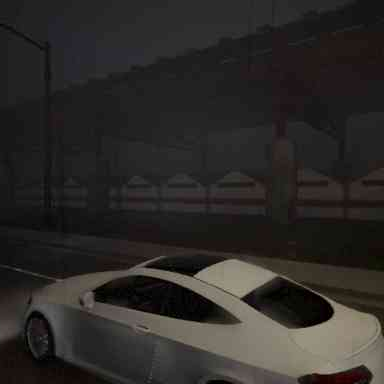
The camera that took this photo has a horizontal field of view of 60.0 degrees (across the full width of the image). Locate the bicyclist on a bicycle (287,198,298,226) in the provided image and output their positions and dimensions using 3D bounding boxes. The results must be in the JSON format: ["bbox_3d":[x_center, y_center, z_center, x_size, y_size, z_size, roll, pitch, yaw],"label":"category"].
[{"bbox_3d":[5.843,1.178,19.372,0.582,1.620,1.656,-4,-6,-1],"label":"bicyclist on a bicycle"}]

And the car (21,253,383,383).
[{"bbox_3d":[-0.211,1.526,4.126,4.674,1.442,1.812,0,0,35],"label":"car"}]
